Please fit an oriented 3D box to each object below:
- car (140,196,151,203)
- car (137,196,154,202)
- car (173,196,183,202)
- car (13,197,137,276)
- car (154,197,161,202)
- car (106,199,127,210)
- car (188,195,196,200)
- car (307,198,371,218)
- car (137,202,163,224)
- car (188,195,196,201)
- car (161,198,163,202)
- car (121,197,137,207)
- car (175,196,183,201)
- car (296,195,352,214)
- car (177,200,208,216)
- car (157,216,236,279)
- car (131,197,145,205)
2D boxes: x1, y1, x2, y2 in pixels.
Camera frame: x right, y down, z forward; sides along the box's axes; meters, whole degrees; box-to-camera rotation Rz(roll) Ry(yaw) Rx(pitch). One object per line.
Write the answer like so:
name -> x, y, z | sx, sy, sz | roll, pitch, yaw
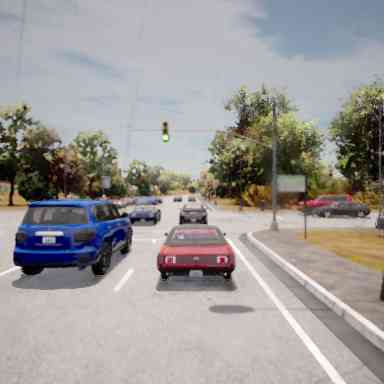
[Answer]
car -> -10.514, 1.694, 74.678 | 1.812, 1.442, 4.674 | 0, 0, 0
car -> -7.091, 1.636, 48.258 | 1.812, 1.442, 4.674 | 0, 0, 0
car -> -3.515, 1.708, 79.595 | 2.128, 1.511, 4.902 | 0, 0, 0
car -> -3.399, 1.245, 10.597 | 2.150, 2.045, 5.566 | 0, 0, 0
car -> -7.043, 1.609, 57.588 | 1.882, 1.535, 5.008 | 0, 0, 1
car -> -10.596, 1.708, 46.891 | 1.895, 1.301, 4.718 | 0, 0, 0
car -> -0.014, 1.710, 77.213 | 2.033, 1.411, 5.357 | 0, 0, 0
car -> 13.390, 1.575, 29.993 | 4.892, 1.490, 1.837 | 0, 0, 3
car -> -3.406, 1.659, 25.263 | 1.895, 1.301, 4.718 | 0, 0, 0
car -> -0.016, 1.561, 87.633 | 1.882, 1.535, 5.008 | 0, 0, 0
car -> -7.013, 1.755, 67.893 | 1.895, 1.301, 4.718 | 0, 0, 0
car -> -10.557, 1.653, 55.926 | 1.812, 1.442, 4.674 | 0, 0, 0
car -> -3.517, 1.745, 89.364 | 2.033, 1.411, 5.357 | 0, 0, 0
car -> 13.437, 1.300, 33.511 | 5.566, 2.045, 2.150 | 0, 0, 4
car -> 0.095, 1.545, 23.395 | 2.128, 1.511, 4.902 | 0, 0, 0
car -> 0.101, 1.624, 10.023 | 1.895, 1.301, 4.718 | 0, 0, 0
car -> -10.512, 1.711, 64.650 | 1.994, 1.385, 4.181 | 0, 0, 0
